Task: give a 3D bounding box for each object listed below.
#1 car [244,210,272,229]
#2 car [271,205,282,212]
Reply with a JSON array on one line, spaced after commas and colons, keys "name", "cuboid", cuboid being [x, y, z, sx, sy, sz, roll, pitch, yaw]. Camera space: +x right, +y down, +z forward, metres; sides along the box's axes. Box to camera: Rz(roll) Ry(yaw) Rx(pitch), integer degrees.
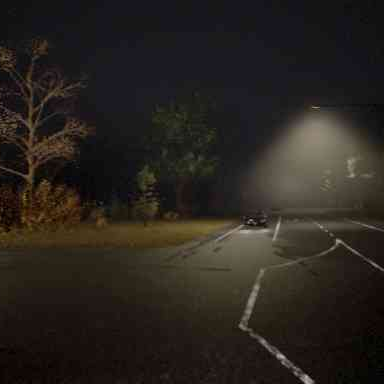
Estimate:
[{"name": "car", "cuboid": [5.814, 2.449, 29.746, 1.837, 1.490, 4.892, -3, -2, 16]}, {"name": "car", "cuboid": [17.955, 3.515, 70.361, 2.033, 1.411, 5.357, -3, -2, 22]}]
